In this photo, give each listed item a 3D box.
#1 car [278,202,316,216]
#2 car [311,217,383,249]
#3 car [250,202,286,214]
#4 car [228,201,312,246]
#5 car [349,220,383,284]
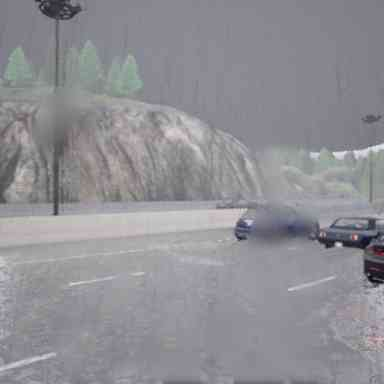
[{"bbox_3d":[11.699,1.824,36.866,4.718,1.301,1.895,0,0,-43],"label":"car"},{"bbox_3d":[7.227,1.694,13.909,4.718,1.301,1.895,0,0,-40],"label":"car"},{"bbox_3d":[9.005,1.827,39.140,4.718,1.301,1.895,0,0,-43],"label":"car"},{"bbox_3d":[4.195,1.446,15.989,4.553,1.767,2.097,0,0,-39],"label":"car"},{"bbox_3d":[6.274,1.569,8.668,4.892,1.490,1.837,0,0,-38],"label":"car"}]
